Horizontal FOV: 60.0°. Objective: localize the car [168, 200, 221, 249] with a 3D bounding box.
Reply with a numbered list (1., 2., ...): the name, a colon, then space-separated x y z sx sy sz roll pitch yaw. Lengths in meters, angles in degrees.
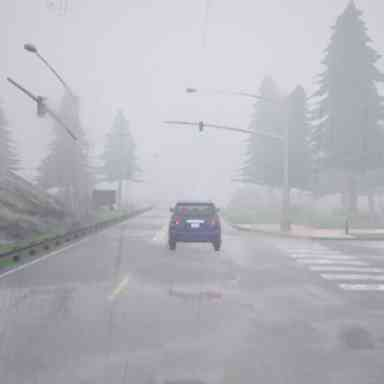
1. car: 0.121 1.345 15.419 2.150 2.045 5.566 0 1 0
